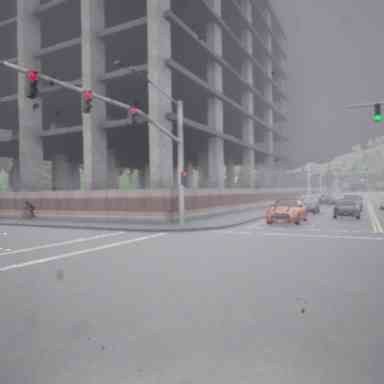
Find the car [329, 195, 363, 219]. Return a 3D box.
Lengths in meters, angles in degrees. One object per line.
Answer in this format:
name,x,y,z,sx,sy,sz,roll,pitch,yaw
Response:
car,12.288,1.285,26.353,1.837,1.490,4.892,-1,0,28

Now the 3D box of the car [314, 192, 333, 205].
car,19.047,1.009,47.069,2.097,1.767,4.553,-1,0,28

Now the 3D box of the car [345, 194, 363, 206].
car,22.842,1.085,46.723,2.128,1.511,4.902,-1,0,28

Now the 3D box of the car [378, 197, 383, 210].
car,21.236,1.150,35.700,1.812,1.442,4.674,-1,0,27

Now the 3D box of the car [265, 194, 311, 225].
car,6.572,1.231,22.932,2.097,1.767,4.553,-1,0,27

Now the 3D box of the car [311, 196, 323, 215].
car,10.768,1.331,31.051,1.812,1.442,4.674,-1,0,27

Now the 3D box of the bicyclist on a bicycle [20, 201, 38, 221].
bicyclist on a bicycle,-13.150,1.518,26.897,0.582,1.620,1.656,-1,0,28
